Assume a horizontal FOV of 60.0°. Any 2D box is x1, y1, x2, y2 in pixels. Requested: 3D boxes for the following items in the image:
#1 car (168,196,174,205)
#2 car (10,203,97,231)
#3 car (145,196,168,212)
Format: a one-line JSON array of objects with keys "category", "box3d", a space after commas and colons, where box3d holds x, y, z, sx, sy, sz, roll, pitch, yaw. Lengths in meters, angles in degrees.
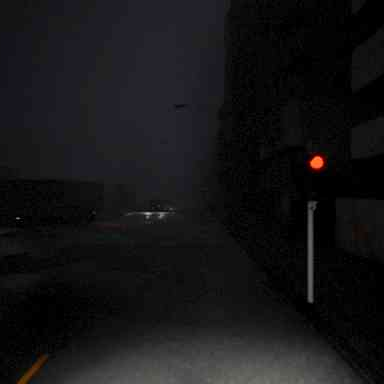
[{"category": "car", "box3d": [-4.104, 1.416, 57.053, 1.882, 1.535, 5.008, 0, 0, 0]}, {"category": "car", "box3d": [-8.366, 1.468, 20.444, 4.902, 1.511, 2.128, 0, 1, -29]}, {"category": "car", "box3d": [-4.162, 1.462, 37.713, 1.837, 1.490, 4.892, 0, 0, 0]}]
